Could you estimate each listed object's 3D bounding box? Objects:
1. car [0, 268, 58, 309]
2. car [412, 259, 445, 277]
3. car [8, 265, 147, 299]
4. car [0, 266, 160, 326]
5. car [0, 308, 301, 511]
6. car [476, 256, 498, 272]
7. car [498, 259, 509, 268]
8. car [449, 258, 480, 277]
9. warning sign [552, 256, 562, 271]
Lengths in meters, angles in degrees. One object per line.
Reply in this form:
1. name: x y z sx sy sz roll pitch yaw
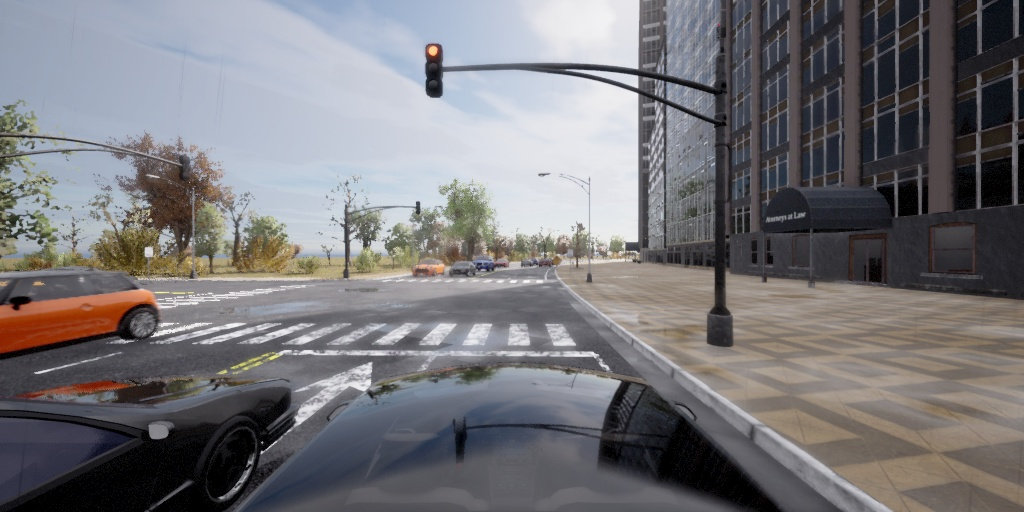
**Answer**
1. car: -22.473 1.288 14.906 5.008 1.535 1.882 0 0 3
2. car: -8.128 1.098 35.338 2.097 1.767 4.553 0 0 6
3. car: -21.831 1.275 18.126 5.008 1.535 1.882 0 0 4
4. car: -9.753 1.101 6.870 2.097 1.767 4.553 0 0 1
5. car: -3.128 1.298 1.222 2.033 1.411 5.357 0 0 1
6. car: -3.666 0.971 46.294 2.150 2.045 5.566 0 0 7
7. car: -1.682 1.230 59.806 1.882 1.535 5.008 0 0 9
8. car: -4.838 1.252 35.619 1.837 1.490 4.892 0 0 6
9. warning sign: 5.525 0.868 43.921 1.300 1.860 1.060 0 0 7
